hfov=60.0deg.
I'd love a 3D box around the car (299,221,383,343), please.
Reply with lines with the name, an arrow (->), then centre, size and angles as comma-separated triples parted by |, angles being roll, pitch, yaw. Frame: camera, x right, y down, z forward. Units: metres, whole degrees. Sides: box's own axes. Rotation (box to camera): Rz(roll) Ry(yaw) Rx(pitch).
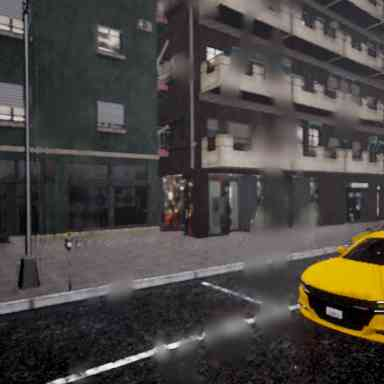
car -> 4.109, 1.504, 6.346 | 5.008, 1.535, 1.882 | 0, 0, -36
